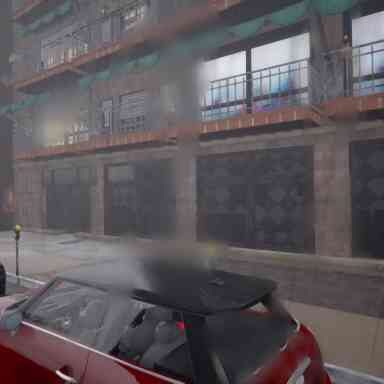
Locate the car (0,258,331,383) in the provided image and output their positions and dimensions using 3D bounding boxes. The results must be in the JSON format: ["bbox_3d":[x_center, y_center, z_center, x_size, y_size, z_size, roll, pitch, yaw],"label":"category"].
[{"bbox_3d":[-0.831,1.441,3.482,4.097,1.590,1.967,0,-1,36],"label":"car"}]
